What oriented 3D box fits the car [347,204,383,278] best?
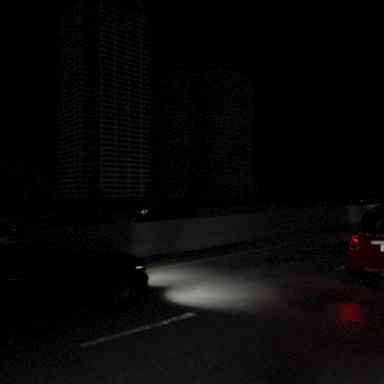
[{"bbox_3d":[6.123,1.324,9.037,4.553,1.767,2.097,0,0,-41],"label":"car"}]

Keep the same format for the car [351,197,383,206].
[{"bbox_3d":[18.138,1.513,34.259,4.718,1.301,1.895,0,0,-42],"label":"car"}]

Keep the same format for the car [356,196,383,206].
[{"bbox_3d":[28.233,1.411,52.876,5.357,1.411,2.033,0,0,-42],"label":"car"}]

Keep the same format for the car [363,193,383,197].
[{"bbox_3d":[24.745,1.106,45.000,5.566,2.045,2.150,0,0,-42],"label":"car"}]

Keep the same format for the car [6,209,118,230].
[{"bbox_3d":[-6.400,1.568,16.908,5.357,1.411,2.033,0,0,-39],"label":"car"}]

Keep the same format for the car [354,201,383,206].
[{"bbox_3d":[10.838,1.427,17.882,5.008,1.535,1.882,0,0,-42],"label":"car"}]

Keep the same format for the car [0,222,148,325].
[{"bbox_3d":[-3.061,1.537,6.059,4.674,1.442,1.812,0,0,-36],"label":"car"}]

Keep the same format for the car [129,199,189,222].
[{"bbox_3d":[-2.442,1.353,24.973,4.553,1.767,2.097,0,0,-42],"label":"car"}]
